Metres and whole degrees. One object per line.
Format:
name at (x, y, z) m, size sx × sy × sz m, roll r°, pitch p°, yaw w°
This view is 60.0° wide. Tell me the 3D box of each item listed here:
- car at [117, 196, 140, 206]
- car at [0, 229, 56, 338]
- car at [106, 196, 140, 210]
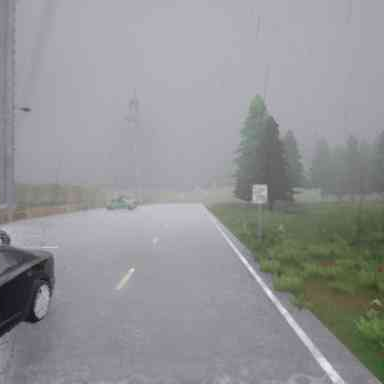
car at (-11.894, 1.659, 62.082) m, size 3.866 × 1.878 × 1.905 m, roll 0°, pitch 0°, yaw -31°
car at (-3.584, 1.500, 4.444) m, size 1.882 × 1.535 × 5.008 m, roll 0°, pitch 0°, yaw 0°
car at (-9.540, 1.704, 45.235) m, size 3.988 × 1.617 × 1.851 m, roll 0°, pitch 0°, yaw -1°
